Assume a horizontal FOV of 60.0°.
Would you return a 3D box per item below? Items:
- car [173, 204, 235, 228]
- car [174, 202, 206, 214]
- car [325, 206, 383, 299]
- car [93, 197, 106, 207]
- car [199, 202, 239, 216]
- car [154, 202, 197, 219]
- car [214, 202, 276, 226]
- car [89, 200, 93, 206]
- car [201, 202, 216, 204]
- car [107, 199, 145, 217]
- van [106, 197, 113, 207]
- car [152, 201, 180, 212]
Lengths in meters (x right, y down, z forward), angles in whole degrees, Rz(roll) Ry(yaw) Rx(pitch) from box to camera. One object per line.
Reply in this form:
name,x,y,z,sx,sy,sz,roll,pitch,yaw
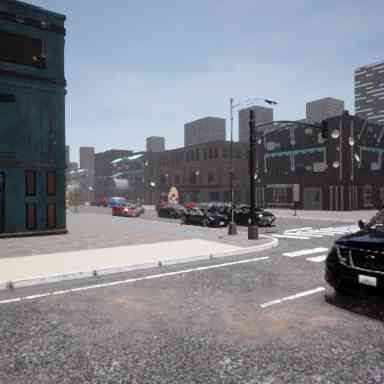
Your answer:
car,0.797,1.814,24.686,1.947,1.339,4.313,-2,0,-36
car,-0.353,1.903,40.921,1.802,1.307,4.206,-2,0,-36
car,5.372,1.220,7.537,5.566,2.045,2.150,0,0,-36
car,-16.446,1.939,63.440,2.192,1.841,5.009,-1,0,-36
car,2.865,1.809,36.417,2.008,1.369,4.403,-2,0,-36
car,-1.760,1.879,32.961,1.994,1.385,4.181,-1,0,-35
car,4.017,1.706,24.800,1.837,1.490,4.892,-1,0,-34
car,-19.659,2.227,67.944,1.887,1.381,4.507,-1,0,-36
car,1.693,1.757,33.562,2.128,1.511,4.902,-1,0,-35
car,-7.173,1.846,36.048,1.967,1.590,4.097,-1,0,-36
van,-13.228,1.907,58.936,1.690,1.788,3.998,-1,0,-36
car,-3.569,1.966,45.425,1.802,1.307,4.206,-2,0,-36
